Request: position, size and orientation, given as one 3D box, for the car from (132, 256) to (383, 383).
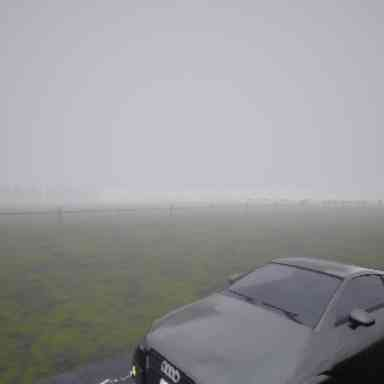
[{"bbox_3d":[1.418,1.571,4.063,4.181,1.385,1.994,0,0,-35],"label":"car"}]
